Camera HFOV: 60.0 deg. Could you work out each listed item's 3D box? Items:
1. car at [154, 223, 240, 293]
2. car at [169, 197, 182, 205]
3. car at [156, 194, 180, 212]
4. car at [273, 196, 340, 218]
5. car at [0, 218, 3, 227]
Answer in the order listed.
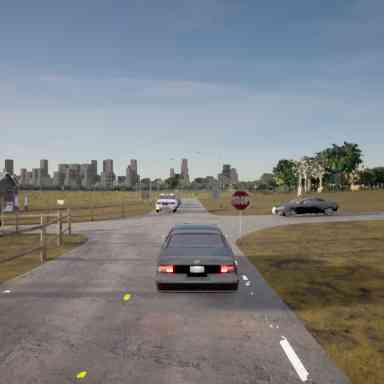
[{"bbox_3d":[0.094,1.549,8.976,2.033,1.411,5.357,0,0,0],"label":"car"},{"bbox_3d":[-2.854,1.586,59.562,2.033,1.411,5.357,0,0,0],"label":"car"},{"bbox_3d":[-2.865,1.230,38.363,2.150,2.045,5.566,0,0,0],"label":"car"},{"bbox_3d":[8.593,1.103,25.242,4.902,1.511,2.128,-2,0,-4],"label":"car"},{"bbox_3d":[-15.576,2.029,22.591,5.008,1.535,1.882,-2,0,0],"label":"car"}]
